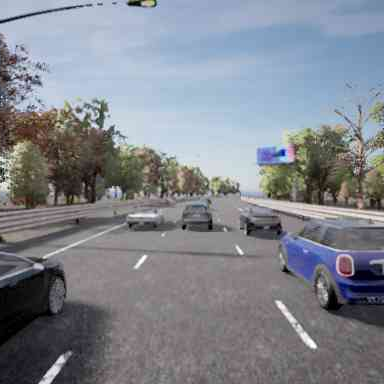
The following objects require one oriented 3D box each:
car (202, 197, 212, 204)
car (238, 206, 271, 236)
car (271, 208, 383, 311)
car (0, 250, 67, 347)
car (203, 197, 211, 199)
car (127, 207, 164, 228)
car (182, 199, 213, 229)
[{"bbox_3d":[3.135,1.763,69.399,1.837,1.490,4.892,0,0,5],"label":"car"},{"bbox_3d":[3.736,1.554,18.898,2.128,1.511,4.902,0,0,1],"label":"car"},{"bbox_3d":[3.540,1.381,7.993,2.097,1.767,4.553,0,0,1],"label":"car"},{"bbox_3d":[-3.368,1.502,4.605,2.128,1.511,4.902,0,0,0],"label":"car"},{"bbox_3d":[1.360,1.697,43.691,2.033,1.411,5.357,0,0,3],"label":"car"},{"bbox_3d":[-3.051,1.666,22.731,1.895,1.301,4.718,0,0,2],"label":"car"},{"bbox_3d":[0.370,1.499,22.384,2.033,1.649,4.856,0,0,2],"label":"car"}]
